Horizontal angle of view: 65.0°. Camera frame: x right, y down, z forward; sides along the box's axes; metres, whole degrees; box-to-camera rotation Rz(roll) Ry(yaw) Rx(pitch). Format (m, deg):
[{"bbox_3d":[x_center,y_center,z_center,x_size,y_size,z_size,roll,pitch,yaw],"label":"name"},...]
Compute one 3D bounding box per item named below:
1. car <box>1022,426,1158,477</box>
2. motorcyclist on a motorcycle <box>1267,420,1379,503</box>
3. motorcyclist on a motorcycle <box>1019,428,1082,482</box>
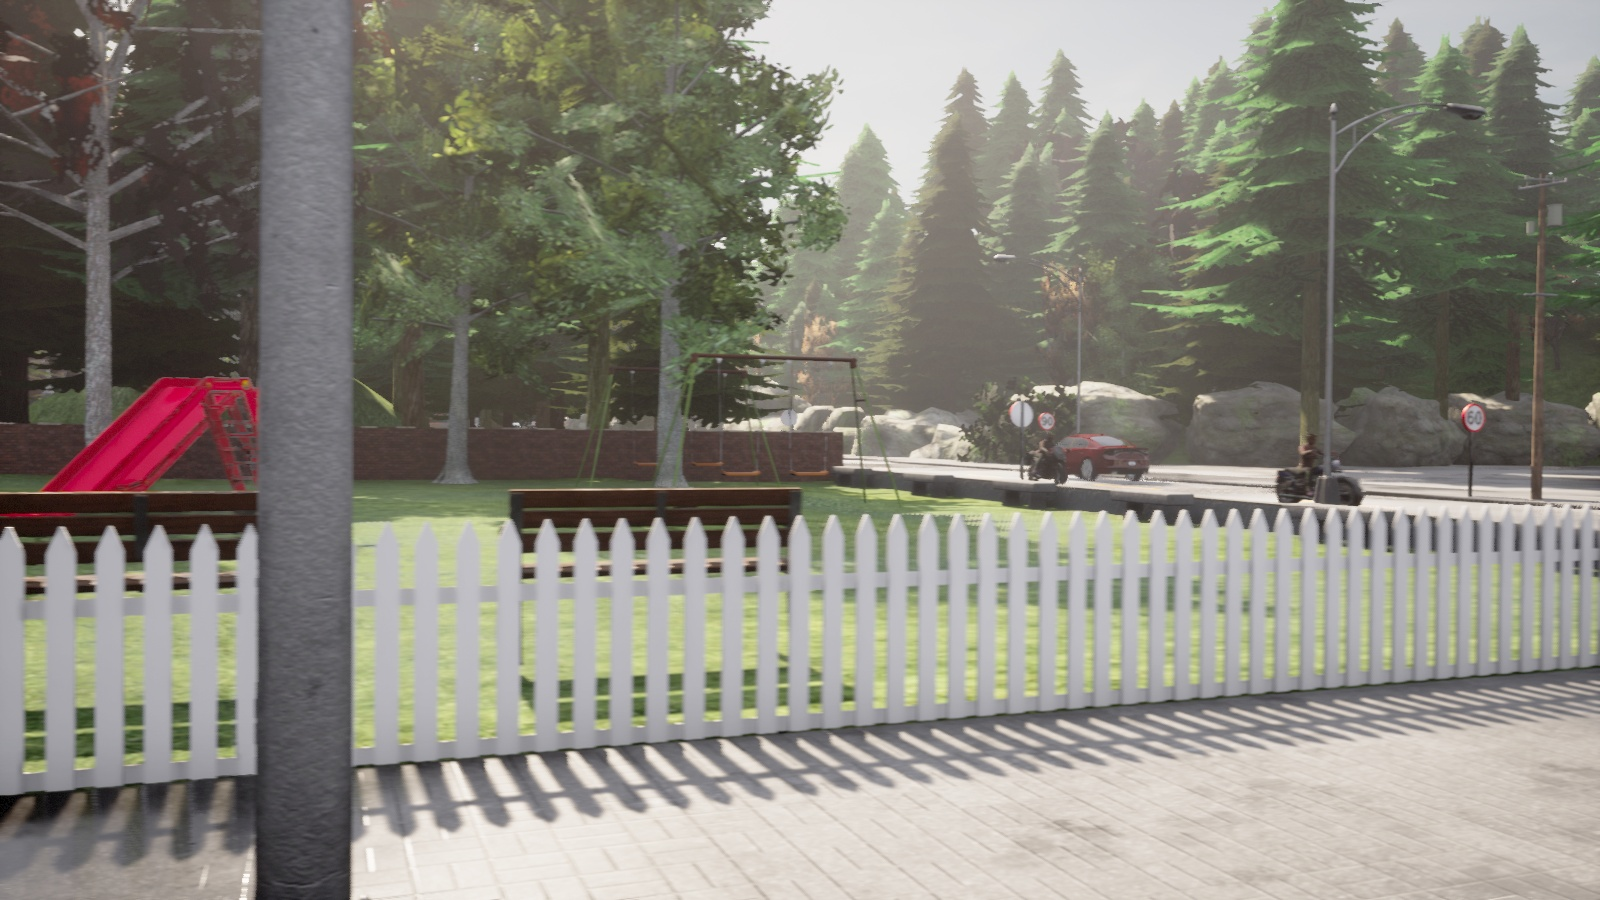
[{"bbox_3d":[9.471,0.010,41.497,1.882,1.535,5.008,-1,1,-21],"label":"car"},{"bbox_3d":[10.958,0.210,26.404,0.766,1.649,2.350,-1,1,-21],"label":"motorcyclist on a motorcycle"},{"bbox_3d":[7.202,0.122,36.232,0.797,1.523,2.044,-1,1,-21],"label":"motorcyclist on a motorcycle"}]
